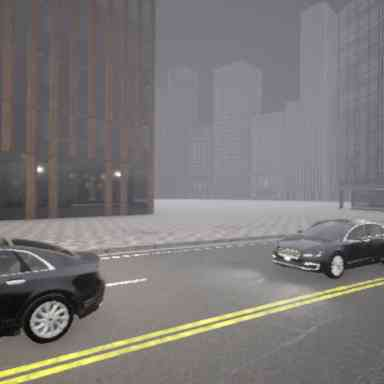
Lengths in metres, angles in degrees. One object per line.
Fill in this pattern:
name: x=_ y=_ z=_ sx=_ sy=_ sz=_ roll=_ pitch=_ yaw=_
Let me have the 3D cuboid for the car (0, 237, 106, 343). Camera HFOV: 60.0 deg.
car: x=-3.746 y=1.478 z=4.866 sx=4.892 sy=1.490 sz=1.837 roll=1 pitch=0 yaw=-36

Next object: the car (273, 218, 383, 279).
car: x=4.706 y=1.628 z=10.516 sx=4.892 sy=1.490 sz=1.837 roll=1 pitch=0 yaw=-32
